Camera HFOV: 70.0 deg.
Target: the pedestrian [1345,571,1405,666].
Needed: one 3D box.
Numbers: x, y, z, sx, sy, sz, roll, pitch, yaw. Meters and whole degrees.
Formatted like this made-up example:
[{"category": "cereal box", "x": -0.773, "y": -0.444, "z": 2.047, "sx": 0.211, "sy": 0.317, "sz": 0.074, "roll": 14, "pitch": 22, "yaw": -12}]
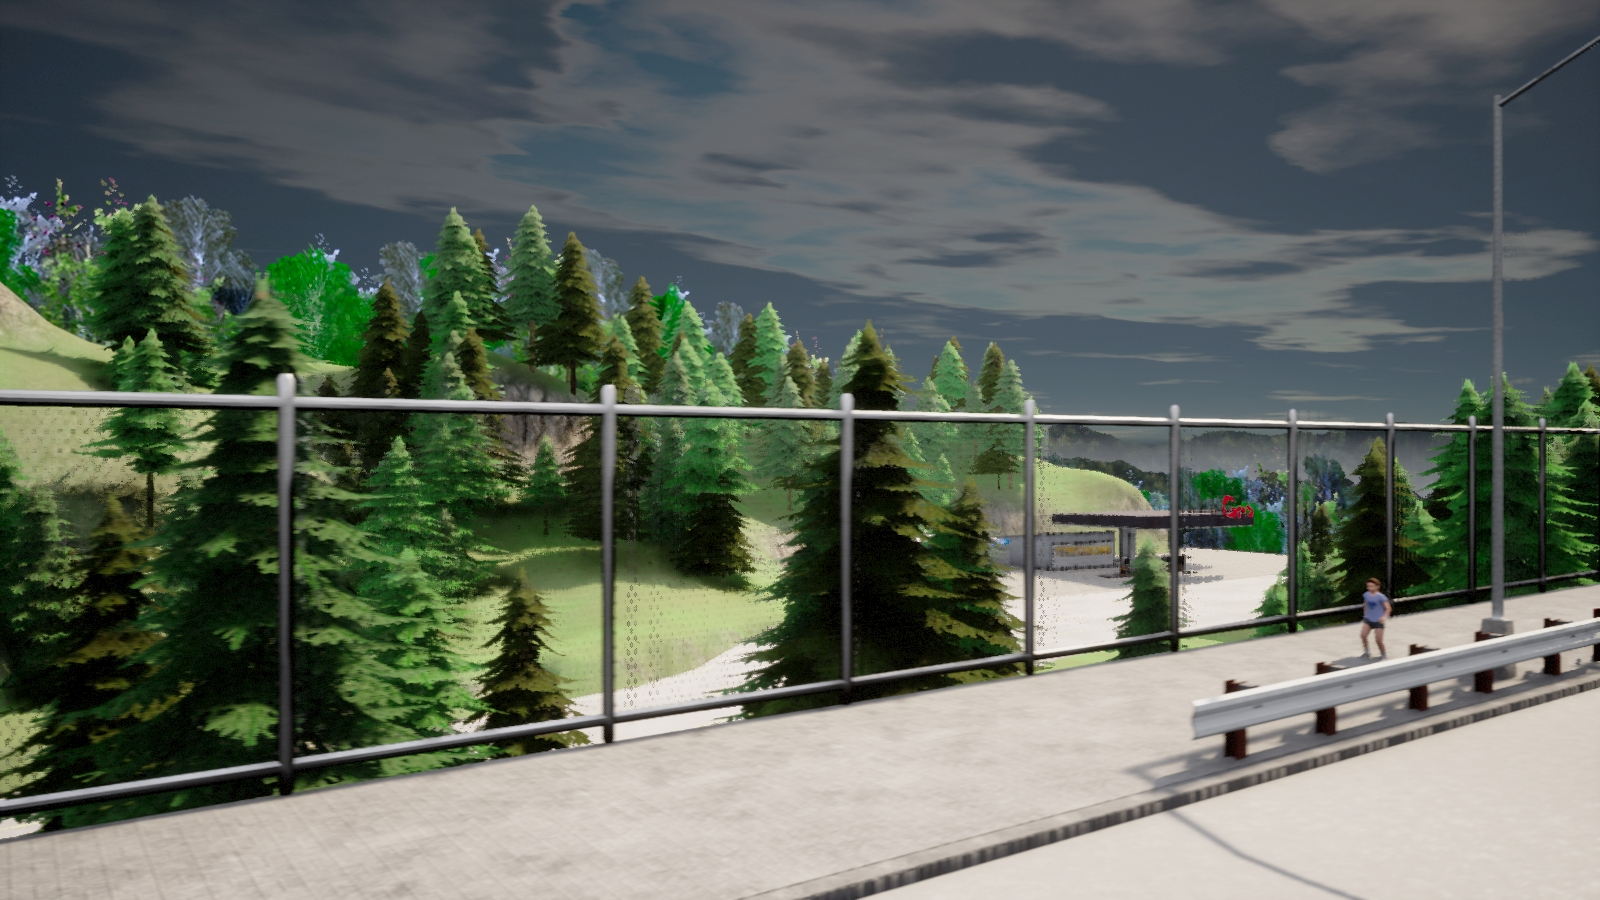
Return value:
[{"category": "pedestrian", "x": 7.306, "y": 2.123, "z": 14.514, "sx": 0.500, "sy": 1.100, "sz": 0.500, "roll": 0, "pitch": 0, "yaw": -35}]
